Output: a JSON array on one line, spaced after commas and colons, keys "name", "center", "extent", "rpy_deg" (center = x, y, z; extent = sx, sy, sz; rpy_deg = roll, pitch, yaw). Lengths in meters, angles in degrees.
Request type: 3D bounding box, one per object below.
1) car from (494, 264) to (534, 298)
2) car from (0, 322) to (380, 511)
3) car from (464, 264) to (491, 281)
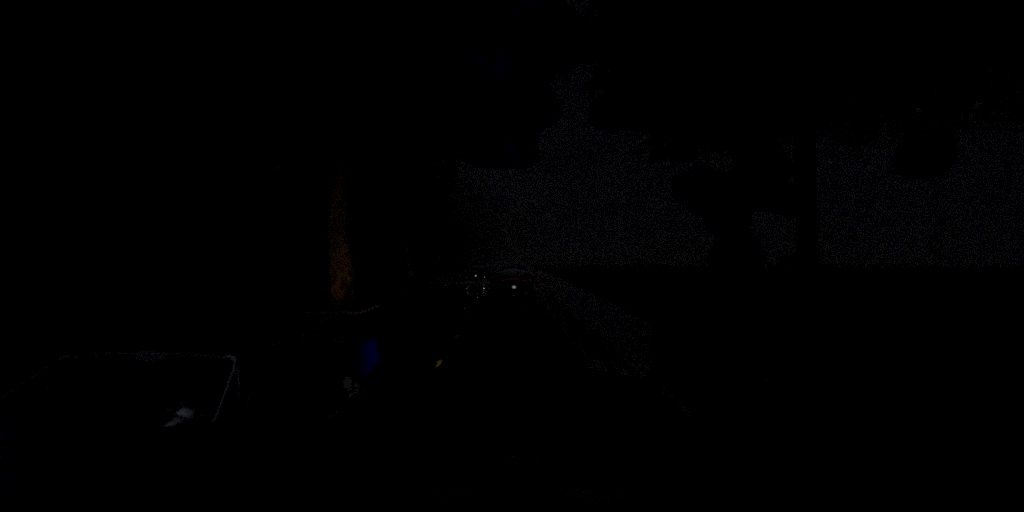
[{"name": "car", "center": [0.091, 1.258, 18.884], "extent": [1.882, 1.535, 5.008], "rpy_deg": [0, 0, 0]}, {"name": "car", "center": [-2.844, 1.353, 2.945], "extent": [1.895, 1.301, 4.718], "rpy_deg": [0, 0, 0]}, {"name": "car", "center": [-2.865, 1.368, 30.327], "extent": [1.994, 1.385, 4.181], "rpy_deg": [0, 0, 0]}]
